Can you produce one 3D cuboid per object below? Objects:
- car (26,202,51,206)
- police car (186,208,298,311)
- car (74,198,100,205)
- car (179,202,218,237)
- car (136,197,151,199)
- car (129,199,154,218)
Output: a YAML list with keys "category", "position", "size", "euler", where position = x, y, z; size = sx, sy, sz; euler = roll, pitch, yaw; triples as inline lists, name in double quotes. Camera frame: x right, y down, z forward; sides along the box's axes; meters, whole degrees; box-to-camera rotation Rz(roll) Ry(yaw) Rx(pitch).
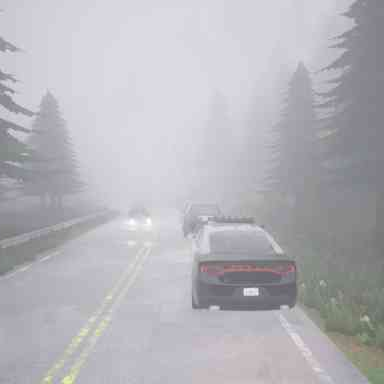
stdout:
- category: "car"
  position: [-25.610, 2.361, 55.879]
  size: [5.357, 1.411, 2.033]
  euler: [-3, 3, 27]
- category: "police car"
  position: [0.905, 1.409, 7.967]
  size: [1.930, 1.638, 5.238]
  euler: [0, 0, -1]
- category: "car"
  position: [-17.588, 1.769, 55.357]
  size: [4.902, 1.511, 2.128]
  euler: [-3, 3, 27]
- category: "car"
  position: [0.531, 1.313, 17.938]
  size: [2.097, 1.767, 4.553]
  euler: [0, 0, -3]
- category: "car"
  position: [-6.996, 1.460, 46.081]
  size: [1.837, 1.490, 4.892]
  euler: [-3, 1, -35]
- category: "car"
  position: [-4.664, 1.573, 30.309]
  size: [1.895, 1.301, 4.718]
  euler: [0, 0, -6]
